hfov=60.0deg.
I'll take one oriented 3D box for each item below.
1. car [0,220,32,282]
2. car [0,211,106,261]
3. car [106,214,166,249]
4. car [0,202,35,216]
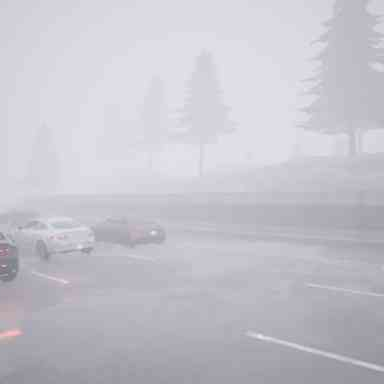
[{"bbox_3d":[-6.495,1.646,9.216,4.892,1.490,1.837,-2,-2,41],"label":"car"},{"bbox_3d":[-5.625,1.700,13.127,4.674,1.442,1.812,-1,-1,42],"label":"car"},{"bbox_3d":[-3.158,1.741,15.620,4.181,1.385,1.994,-1,-1,42],"label":"car"},{"bbox_3d":[-13.362,1.839,25.598,1.882,1.535,5.008,0,0,-42],"label":"car"}]
